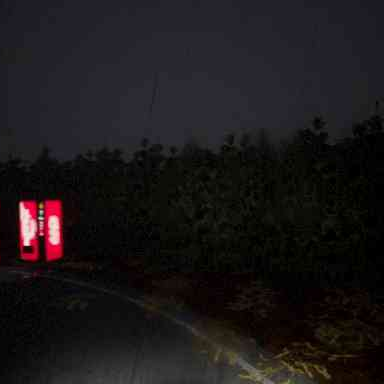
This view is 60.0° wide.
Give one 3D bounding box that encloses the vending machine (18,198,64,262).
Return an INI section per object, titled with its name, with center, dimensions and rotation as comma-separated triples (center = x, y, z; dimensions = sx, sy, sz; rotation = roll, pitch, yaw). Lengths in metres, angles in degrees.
[vending machine]
center = -5.250, 1.274, 11.624
dimensions = 0.880, 2.100, 1.100
rotation = -1, 0, 20
